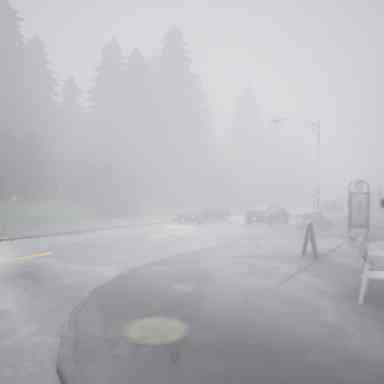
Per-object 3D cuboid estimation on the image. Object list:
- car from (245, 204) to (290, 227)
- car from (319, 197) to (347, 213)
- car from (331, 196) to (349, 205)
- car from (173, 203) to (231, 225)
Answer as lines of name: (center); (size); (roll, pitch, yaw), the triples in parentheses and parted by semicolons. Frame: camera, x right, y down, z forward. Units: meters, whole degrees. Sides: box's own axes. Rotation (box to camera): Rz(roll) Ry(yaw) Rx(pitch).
car: (5.201, 1.521, 22.777); (1.812, 1.442, 4.674); (1, 0, 35)
car: (15.834, 1.609, 37.984); (2.033, 1.411, 5.357); (1, 0, 35)
car: (27.694, 1.620, 62.160); (2.128, 1.511, 4.902); (1, 0, 35)
car: (0.888, 1.498, 23.896); (2.033, 1.411, 5.357); (1, 0, 35)
